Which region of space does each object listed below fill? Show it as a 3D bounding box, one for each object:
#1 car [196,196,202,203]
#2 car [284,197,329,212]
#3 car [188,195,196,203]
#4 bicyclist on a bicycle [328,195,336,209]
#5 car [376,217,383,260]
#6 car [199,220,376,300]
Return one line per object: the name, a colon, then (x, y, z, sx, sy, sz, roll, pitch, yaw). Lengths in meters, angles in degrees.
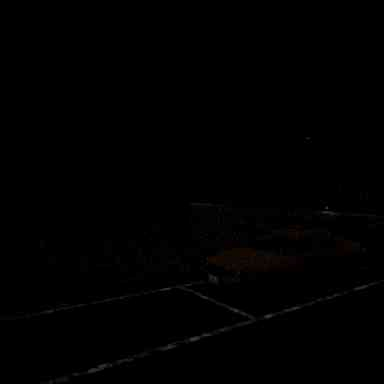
car: (-0.376, 1.195, 58.003, 1.895, 1.301, 4.718, 1, 0, -34)
car: (11.826, 1.294, 34.583, 2.128, 1.511, 4.902, 1, 0, -34)
car: (-1.789, 1.182, 54.564, 1.895, 1.301, 4.718, 1, 0, -34)
bicyclist on a bicycle: (16.404, 1.158, 38.940, 1.656, 1.620, 0.582, 0, 0, -34)
car: (7.196, 1.547, 11.688, 4.507, 1.381, 1.887, 0, 1, -35)
car: (2.432, 1.527, 8.389, 4.829, 1.417, 1.752, 0, 1, -35)
